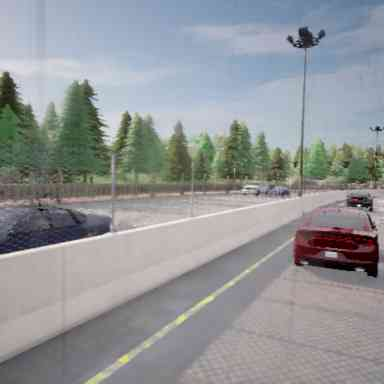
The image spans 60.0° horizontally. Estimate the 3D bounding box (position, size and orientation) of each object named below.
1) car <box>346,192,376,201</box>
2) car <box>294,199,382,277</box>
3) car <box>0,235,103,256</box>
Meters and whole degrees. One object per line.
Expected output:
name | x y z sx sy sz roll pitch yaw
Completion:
car | 14.029 0.740 27.697 1.837 1.490 4.892 3 3 28
car | 4.293 1.188 9.608 1.882 1.535 5.008 3 3 28
car | -4.338 1.085 8.754 2.033 1.411 5.357 3 3 28
